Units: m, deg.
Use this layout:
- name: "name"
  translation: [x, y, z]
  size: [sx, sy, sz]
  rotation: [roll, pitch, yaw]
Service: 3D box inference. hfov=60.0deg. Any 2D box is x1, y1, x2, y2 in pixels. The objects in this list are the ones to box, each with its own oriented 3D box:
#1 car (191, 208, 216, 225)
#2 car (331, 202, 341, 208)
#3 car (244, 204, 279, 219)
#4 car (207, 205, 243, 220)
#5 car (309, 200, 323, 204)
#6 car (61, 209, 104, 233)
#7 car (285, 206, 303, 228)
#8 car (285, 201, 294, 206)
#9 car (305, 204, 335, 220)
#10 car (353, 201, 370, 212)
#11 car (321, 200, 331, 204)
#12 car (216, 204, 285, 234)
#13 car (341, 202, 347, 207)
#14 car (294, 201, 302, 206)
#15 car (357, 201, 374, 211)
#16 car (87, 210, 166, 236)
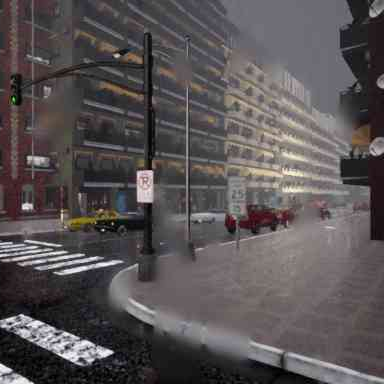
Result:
- name: "car"
  translation: [1.915, 2.093, 29.048]
  size: [1.895, 1.301, 4.718]
  rotation: [0, -1, 35]
- name: "car"
  translation: [32.866, 3.066, 77.800]
  size: [1.887, 1.381, 4.507]
  rotation: [-1, -2, 35]
- name: "car"
  translation: [7.889, 2.170, 37.560]
  size: [2.128, 1.511, 4.902]
  rotation: [0, -1, 35]
- name: "car"
  translation: [3.634, 2.164, 36.042]
  size: [1.887, 1.381, 4.507]
  rotation: [-1, -2, 35]
- name: "car"
  translation: [23.122, 2.770, 63.881]
  size: [1.887, 1.381, 4.507]
  rotation: [-1, -2, 35]
- name: "car"
  translation: [-6.209, 1.834, 21.984]
  size: [1.752, 1.417, 4.829]
  rotation: [-1, -2, 35]
- name: "car"
  translation: [7.259, 2.043, 26.666]
  size: [1.887, 1.381, 4.507]
  rotation: [-1, -2, 35]
- name: "car"
  translation: [13.279, 2.446, 49.822]
  size: [1.752, 1.417, 4.829]
  rotation: [-1, -2, 35]
- name: "car"
  translation: [13.755, 2.284, 35.944]
  size: [1.802, 1.307, 4.206]
  rotation: [-1, -2, 35]
- name: "car"
  translation: [29.992, 2.522, 59.148]
  size: [2.192, 1.841, 5.009]
  rotation: [-1, -2, 35]
- name: "car"
  translation: [26.368, 2.640, 68.525]
  size: [2.192, 1.841, 5.009]
  rotation: [-1, -2, 35]
- name: "car"
  translation: [4.009, 1.711, 22.033]
  size: [2.192, 1.841, 5.009]
  rotation: [-1, -2, 35]
- name: "car"
  translation: [39.364, 3.281, 87.080]
  size: [1.947, 1.339, 4.313]
  rotation: [-1, -2, 35]
- name: "car"
  translation: [16.624, 2.340, 54.607]
  size: [2.192, 1.841, 5.009]
  rotation: [-1, -2, 35]
- name: "car"
  translation: [33.241, 2.621, 63.788]
  size: [2.192, 1.841, 5.009]
  rotation: [-1, -2, 35]
- name: "car"
  translation: [-3.830, 1.911, 20.841]
  size: [1.895, 1.301, 4.718]
  rotation: [0, -1, 35]
